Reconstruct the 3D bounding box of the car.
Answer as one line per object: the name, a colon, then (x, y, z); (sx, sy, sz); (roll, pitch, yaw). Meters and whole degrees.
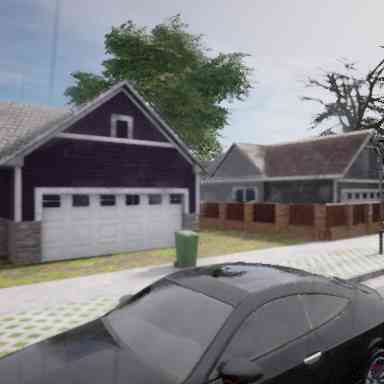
car: (0.257, 1.518, 3.247); (4.674, 1.442, 1.812); (0, 0, -35)
